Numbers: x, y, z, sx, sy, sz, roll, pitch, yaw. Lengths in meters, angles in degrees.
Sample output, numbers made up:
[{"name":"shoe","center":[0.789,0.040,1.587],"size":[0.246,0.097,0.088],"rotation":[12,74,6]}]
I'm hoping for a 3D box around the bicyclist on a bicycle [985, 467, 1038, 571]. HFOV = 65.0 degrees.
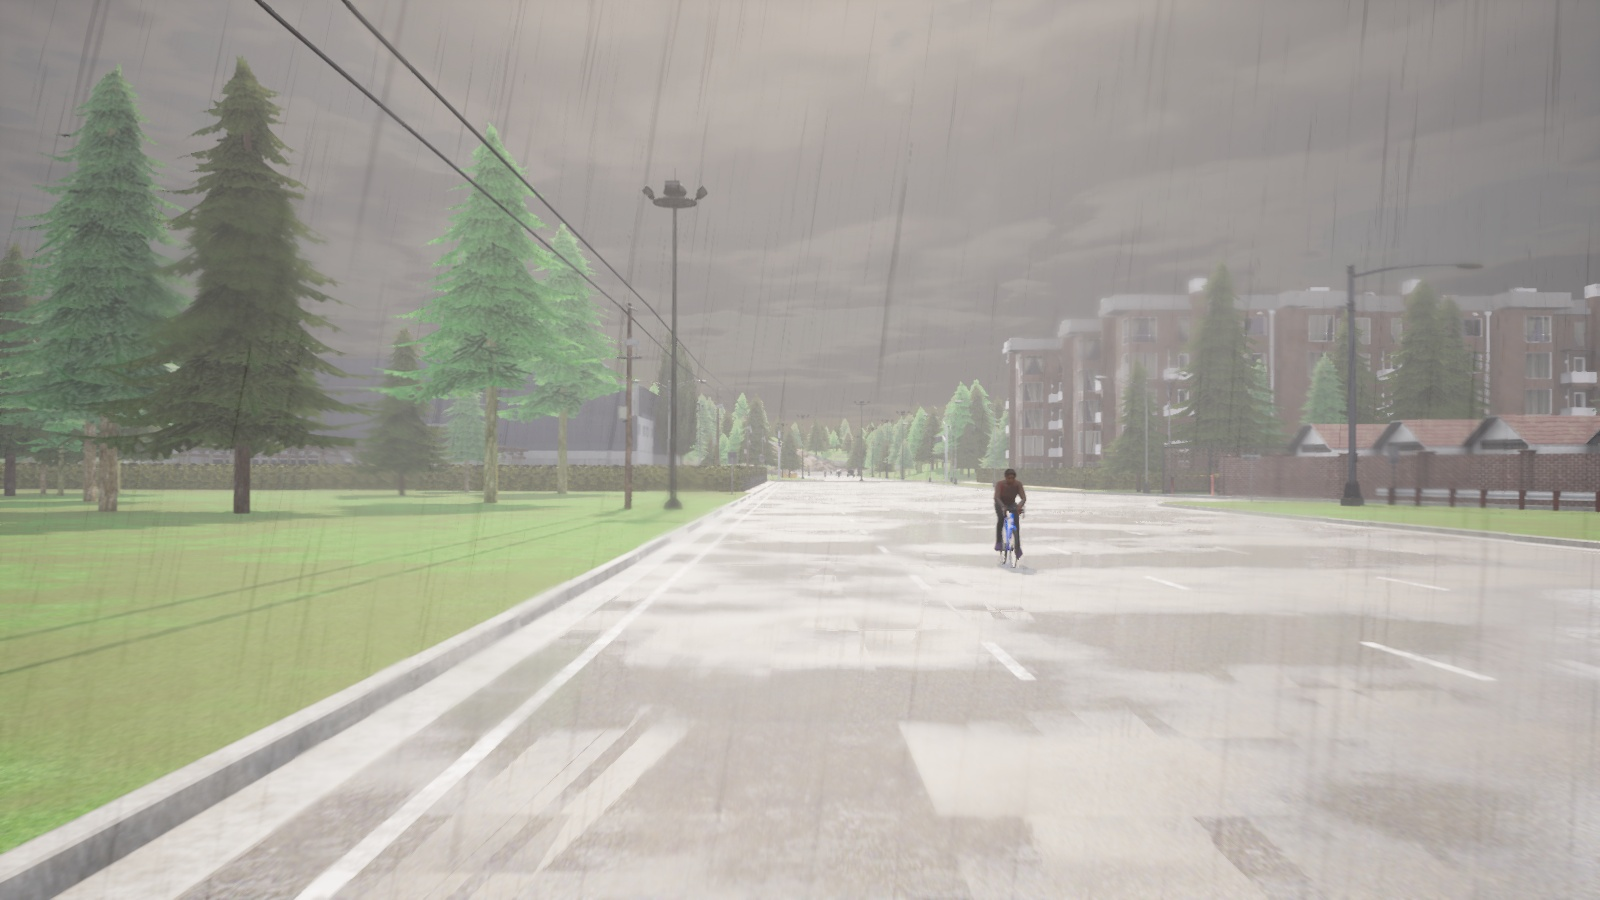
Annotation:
[{"name":"bicyclist on a bicycle","center":[3.450,1.099,20.625],"size":[0.582,1.620,1.656],"rotation":[0,-1,0]}]
